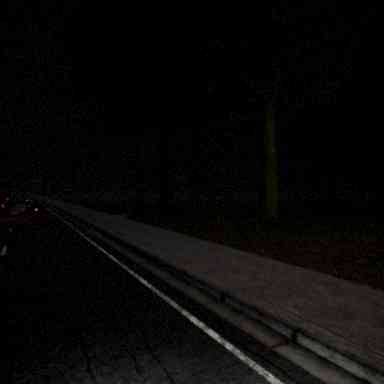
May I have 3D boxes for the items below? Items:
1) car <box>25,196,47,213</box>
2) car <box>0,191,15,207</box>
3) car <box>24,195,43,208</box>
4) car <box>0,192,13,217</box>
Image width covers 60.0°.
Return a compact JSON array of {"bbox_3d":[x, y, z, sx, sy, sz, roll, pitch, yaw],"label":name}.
[{"bbox_3d":[-15.814,1.377,33.662,1.895,1.301,4.718,0,0,-27],"label":"car"},{"bbox_3d":[-23.181,0.941,40.866,2.150,2.045,5.566,0,0,-25],"label":"car"},{"bbox_3d":[-20.950,1.214,43.803,2.128,1.511,4.902,0,0,-27],"label":"car"},{"bbox_3d":[-16.933,1.141,28.589,2.097,1.767,4.553,0,0,-26],"label":"car"}]
